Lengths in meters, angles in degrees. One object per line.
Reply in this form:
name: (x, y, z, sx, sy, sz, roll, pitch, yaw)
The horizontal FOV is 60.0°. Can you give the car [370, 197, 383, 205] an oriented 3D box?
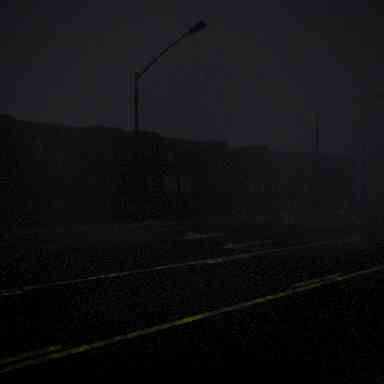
car: (32.135, 1.560, 55.786, 1.837, 1.490, 4.892, 0, 0, -12)
